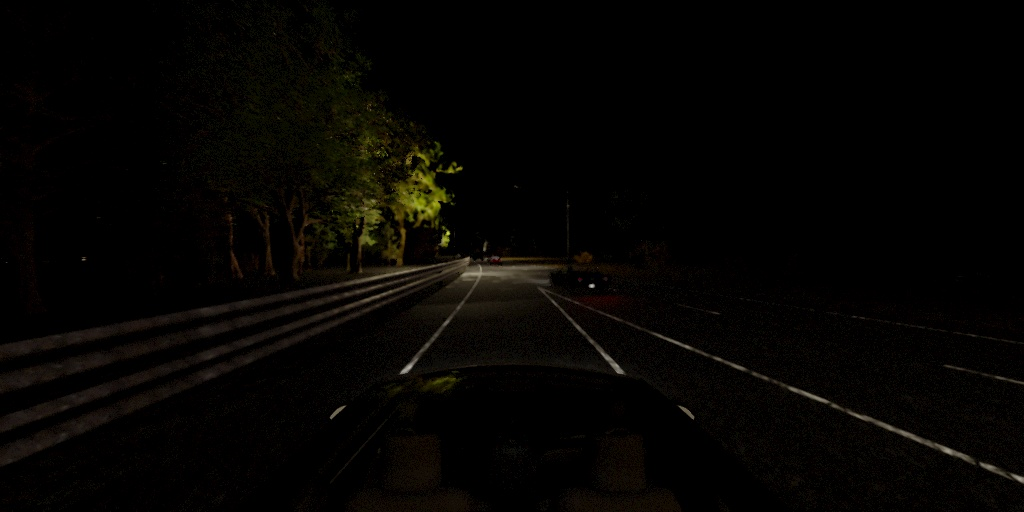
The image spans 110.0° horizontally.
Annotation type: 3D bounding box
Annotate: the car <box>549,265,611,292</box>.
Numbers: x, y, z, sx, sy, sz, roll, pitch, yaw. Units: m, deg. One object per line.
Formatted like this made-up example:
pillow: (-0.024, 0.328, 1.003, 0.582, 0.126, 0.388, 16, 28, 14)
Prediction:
car: (3.429, 1.120, 19.131, 1.895, 1.301, 4.718, -1, 1, -10)

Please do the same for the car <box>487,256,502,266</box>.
car: (-2.728, 0.722, 55.548, 2.033, 1.411, 5.357, -1, 1, -10)
